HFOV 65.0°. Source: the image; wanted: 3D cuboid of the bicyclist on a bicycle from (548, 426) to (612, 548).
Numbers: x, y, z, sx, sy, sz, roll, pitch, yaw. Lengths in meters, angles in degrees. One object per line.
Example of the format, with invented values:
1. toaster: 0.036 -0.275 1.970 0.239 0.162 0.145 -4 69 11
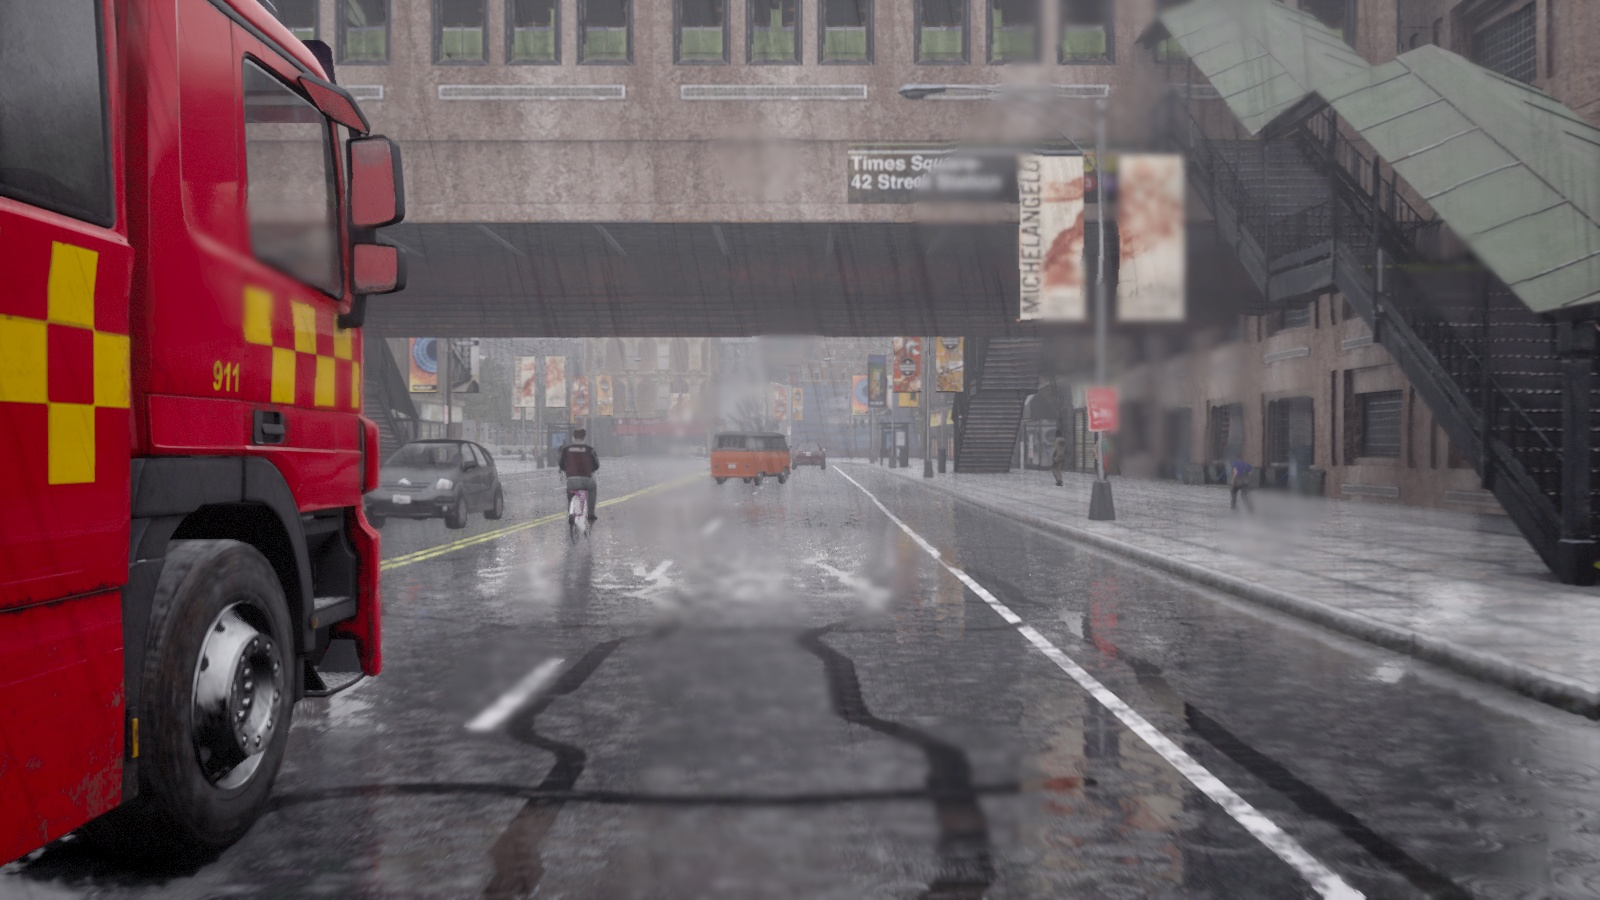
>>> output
1. bicyclist on a bicycle: -3.347 0.539 19.232 0.659 1.776 1.843 0 0 0

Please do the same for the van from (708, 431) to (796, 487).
1. van: -1.736 0.311 47.395 1.775 1.987 4.442 0 0 20

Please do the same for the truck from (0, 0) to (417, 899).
1. truck: -3.470 -0.430 2.339 2.891 3.827 8.468 0 0 0

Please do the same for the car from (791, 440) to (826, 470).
1. car: 0.556 0.295 78.483 2.097 1.767 4.553 0 0 1

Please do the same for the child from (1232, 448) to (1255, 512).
1. child: 8.804 0.592 24.943 0.270 1.263 0.437 0 0 -5

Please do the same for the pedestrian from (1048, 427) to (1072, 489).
1. pedestrian: 8.296 0.252 40.060 0.396 1.930 0.692 0 0 -27

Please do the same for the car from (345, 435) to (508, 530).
1. car: -6.853 0.547 23.488 1.851 1.617 3.988 0 0 0

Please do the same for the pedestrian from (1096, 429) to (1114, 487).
1. pedestrian: 9.644 0.254 39.739 0.345 1.836 0.594 0 0 -10
